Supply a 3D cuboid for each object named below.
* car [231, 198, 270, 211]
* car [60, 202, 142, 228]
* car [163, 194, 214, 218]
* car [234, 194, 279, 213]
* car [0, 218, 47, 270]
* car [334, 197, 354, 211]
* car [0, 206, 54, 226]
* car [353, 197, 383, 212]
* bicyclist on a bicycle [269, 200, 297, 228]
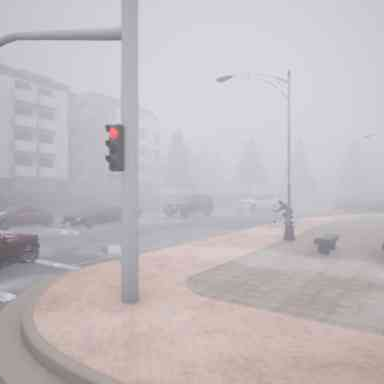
[{"bbox_3d":[7.529,1.531,42.471,4.892,1.490,1.837,0,0,-33],"label":"car"},{"bbox_3d":[-6.189,1.575,22.749,2.033,1.411,5.357,0,0,33],"label":"car"},{"bbox_3d":[-0.191,1.248,30.976,2.150,2.045,5.566,0,0,40],"label":"car"},{"bbox_3d":[7.578,1.245,38.262,5.566,2.045,2.150,0,0,-36],"label":"car"},{"bbox_3d":[-6.011,1.616,8.951,1.895,1.301,4.718,0,0,1],"label":"car"},{"bbox_3d":[19.803,1.362,40.877,4.553,1.767,2.097,0,0,-22],"label":"car"},{"bbox_3d":[-11.146,1.596,21.460,1.994,1.385,4.181,0,0,34],"label":"car"},{"bbox_3d":[21.583,1.553,37.985,5.357,1.411,2.033,0,0,-20],"label":"car"},{"bbox_3d":[5.331,1.311,19.572,1.656,1.620,0.582,0,0,32],"label":"bicyclist on a bicycle"}]
